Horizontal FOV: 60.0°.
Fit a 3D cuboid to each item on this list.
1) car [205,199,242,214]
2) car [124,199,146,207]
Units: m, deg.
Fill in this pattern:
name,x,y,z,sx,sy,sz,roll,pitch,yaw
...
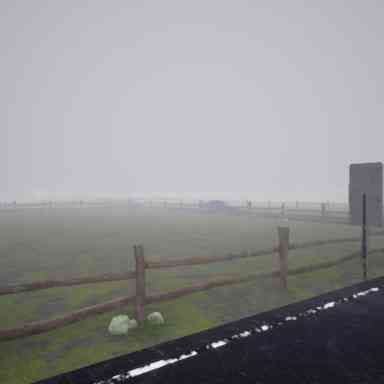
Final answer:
name,x,y,z,sx,sy,sz,roll,pitch,yaw
car,3.424,1.580,36.993,1.882,1.535,5.008,0,0,-35
car,-9.482,1.788,55.271,1.895,1.301,4.718,0,0,-35
